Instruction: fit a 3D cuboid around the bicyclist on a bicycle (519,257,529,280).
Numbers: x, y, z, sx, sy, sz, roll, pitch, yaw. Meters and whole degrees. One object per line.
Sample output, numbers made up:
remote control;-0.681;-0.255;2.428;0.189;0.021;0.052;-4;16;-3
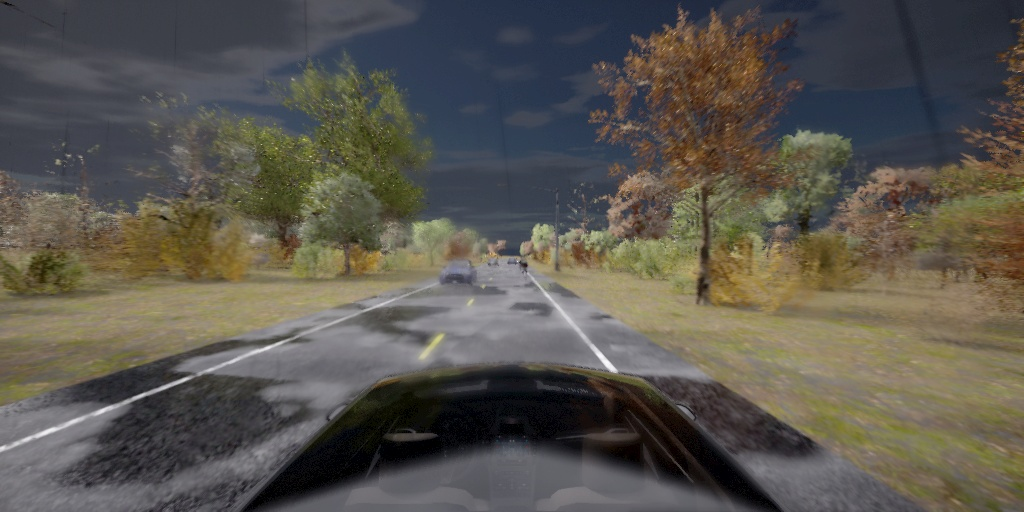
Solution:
bicyclist on a bicycle;0.972;1.026;27.557;0.659;1.776;1.843;0;0;0

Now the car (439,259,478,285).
car;-3.578;1.017;24.613;2.097;1.767;4.553;0;0;0
